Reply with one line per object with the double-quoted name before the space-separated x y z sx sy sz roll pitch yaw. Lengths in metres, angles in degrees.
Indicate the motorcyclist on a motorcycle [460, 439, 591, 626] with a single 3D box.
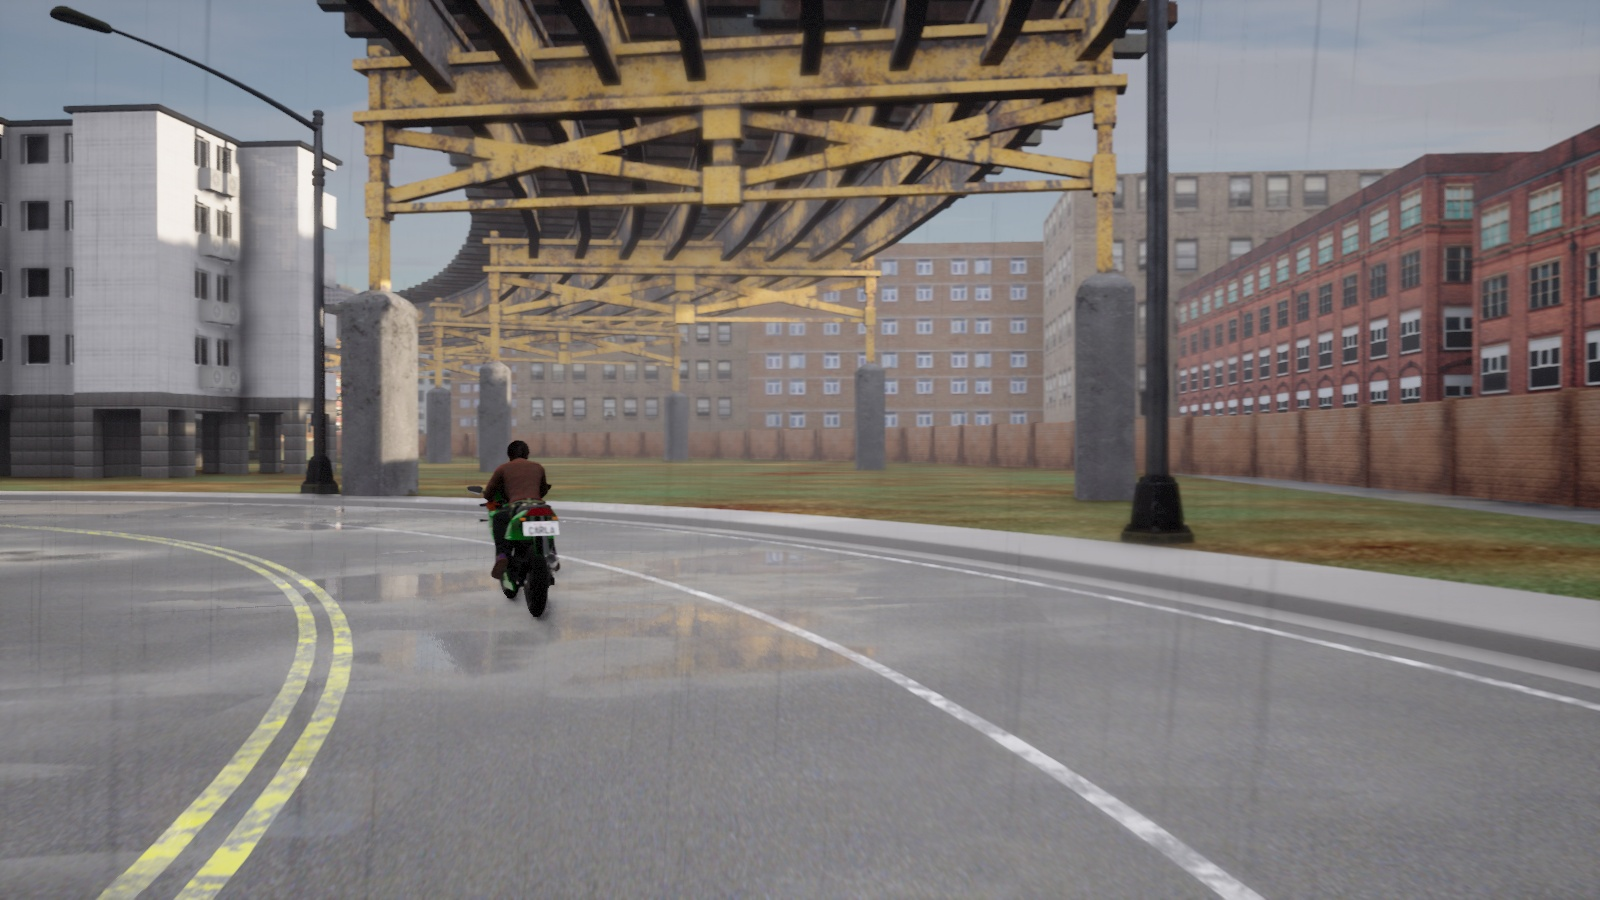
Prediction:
"motorcyclist on a motorcycle" -2.515 0.665 11.315 0.797 1.523 2.044 -1 1 -22
